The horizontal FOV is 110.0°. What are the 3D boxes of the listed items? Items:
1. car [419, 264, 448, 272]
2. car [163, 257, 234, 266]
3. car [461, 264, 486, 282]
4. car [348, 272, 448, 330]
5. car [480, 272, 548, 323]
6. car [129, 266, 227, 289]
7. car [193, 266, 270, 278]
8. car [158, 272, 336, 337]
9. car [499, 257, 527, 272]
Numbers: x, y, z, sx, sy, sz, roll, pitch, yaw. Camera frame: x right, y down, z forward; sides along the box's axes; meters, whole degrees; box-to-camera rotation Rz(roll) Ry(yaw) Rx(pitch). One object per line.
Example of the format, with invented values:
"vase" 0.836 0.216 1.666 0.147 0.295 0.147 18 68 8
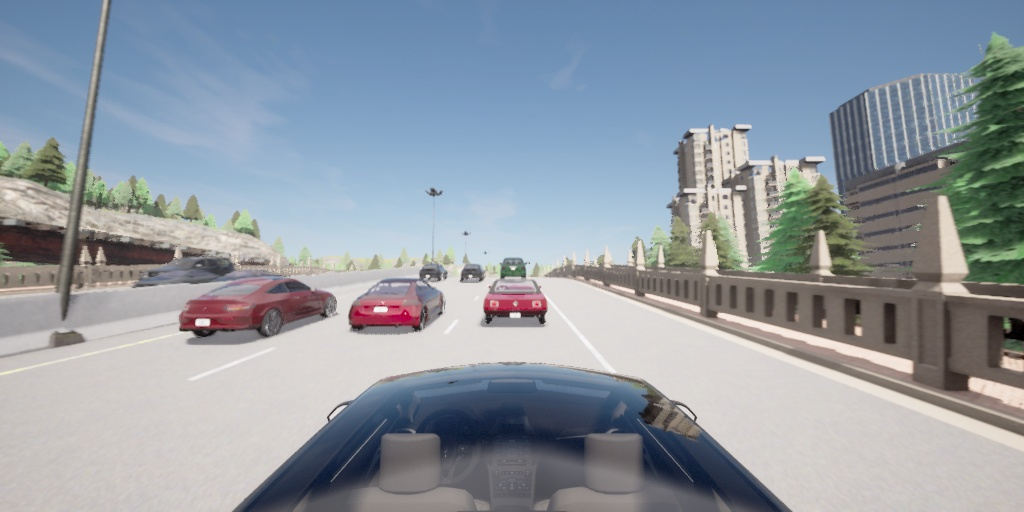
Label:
"car" -6.899 1.453 31.815 1.837 1.490 4.892 0 -1 0
"car" -21.098 1.099 23.729 2.150 2.045 5.566 0 0 0
"car" -3.399 1.452 31.809 1.837 1.490 4.892 0 -1 0
"car" -3.399 1.370 11.291 1.994 1.385 4.181 0 0 0
"car" 0.101 1.413 12.446 1.895 1.301 4.718 0 0 0
"car" -17.598 1.416 19.173 1.994 1.385 4.181 0 0 0
"car" -14.098 1.416 19.184 1.994 1.385 4.181 0 0 0
"car" -6.899 1.326 10.301 1.812 1.442 4.674 0 0 0
"car" 0.101 1.156 30.989 2.150 2.045 5.566 0 -1 0
